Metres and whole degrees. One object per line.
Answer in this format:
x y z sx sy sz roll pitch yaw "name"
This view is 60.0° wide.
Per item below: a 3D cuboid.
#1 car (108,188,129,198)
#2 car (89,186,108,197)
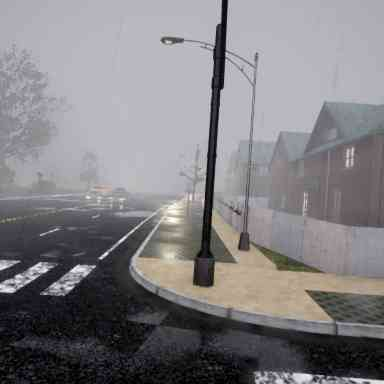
-10.726 0.090 49.963 1.812 1.442 4.674 4 1 1 "car"
-13.964 -0.179 50.058 1.882 1.535 5.008 4 1 1 "car"
